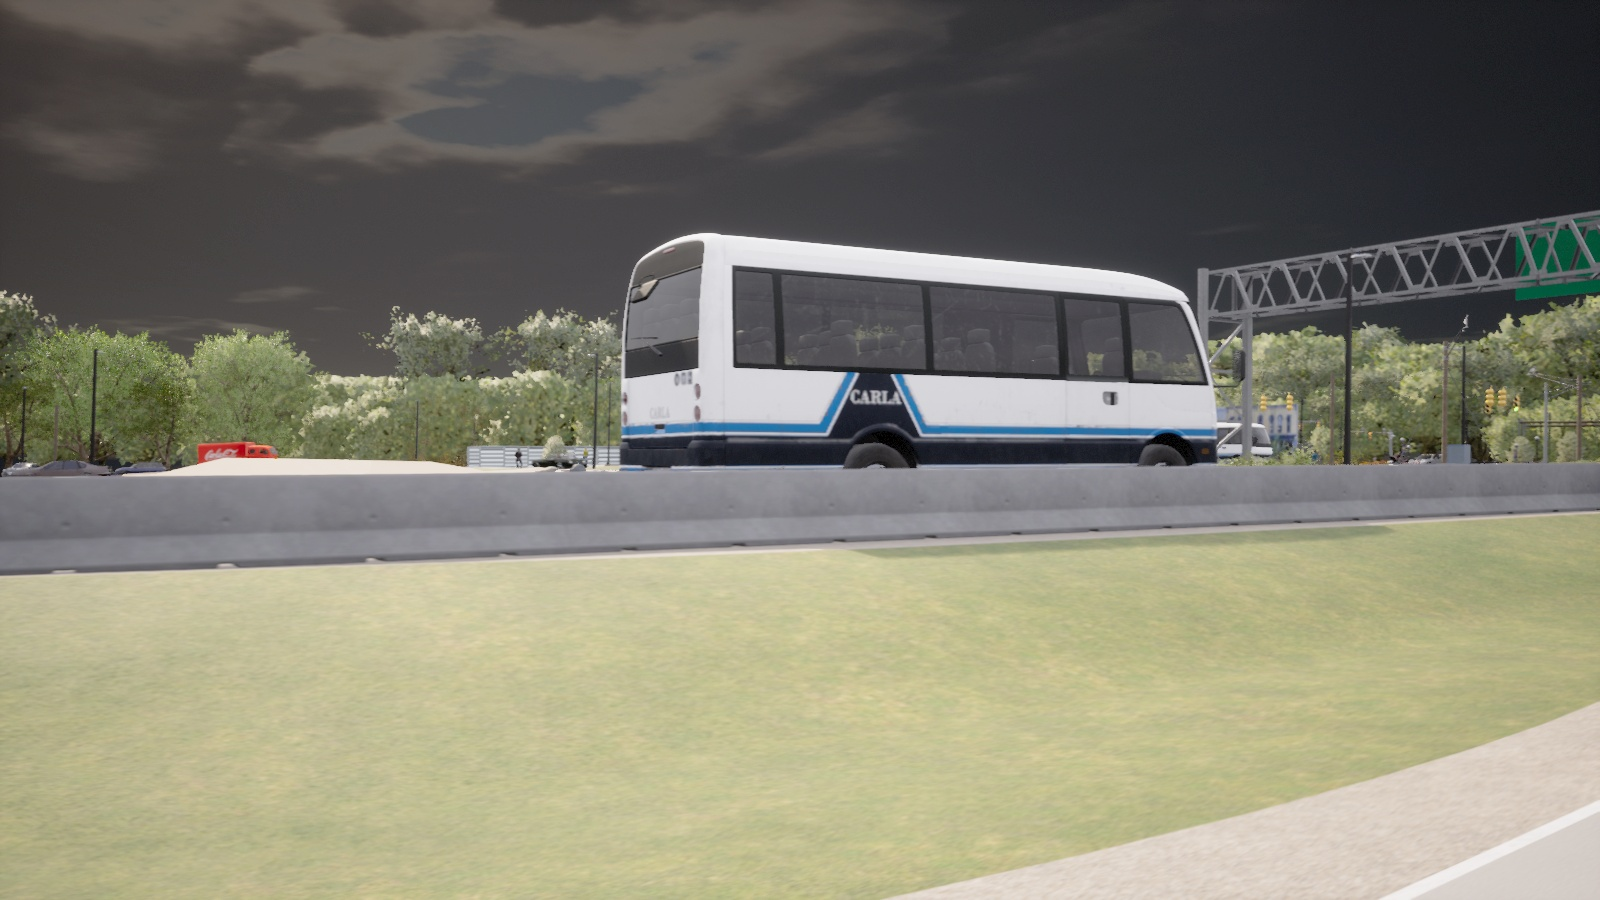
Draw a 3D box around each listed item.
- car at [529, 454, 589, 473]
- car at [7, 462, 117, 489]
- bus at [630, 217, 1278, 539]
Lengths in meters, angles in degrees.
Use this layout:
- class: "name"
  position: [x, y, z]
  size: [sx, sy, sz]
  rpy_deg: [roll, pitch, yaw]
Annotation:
- class: "car"
  position: [-17.628, 1.026, 91.727]
  size: [4.718, 1.301, 1.895]
  rpy_deg: [-2, -2, 44]
- class: "car"
  position: [-44.373, 1.543, 75.626]
  size: [5.357, 1.411, 2.033]
  rpy_deg: [-2, -1, -19]
- class: "bus"
  position: [2.745, -0.951, 20.785]
  size: [10.273, 4.253, 3.944]
  rpy_deg: [0, 0, -29]
